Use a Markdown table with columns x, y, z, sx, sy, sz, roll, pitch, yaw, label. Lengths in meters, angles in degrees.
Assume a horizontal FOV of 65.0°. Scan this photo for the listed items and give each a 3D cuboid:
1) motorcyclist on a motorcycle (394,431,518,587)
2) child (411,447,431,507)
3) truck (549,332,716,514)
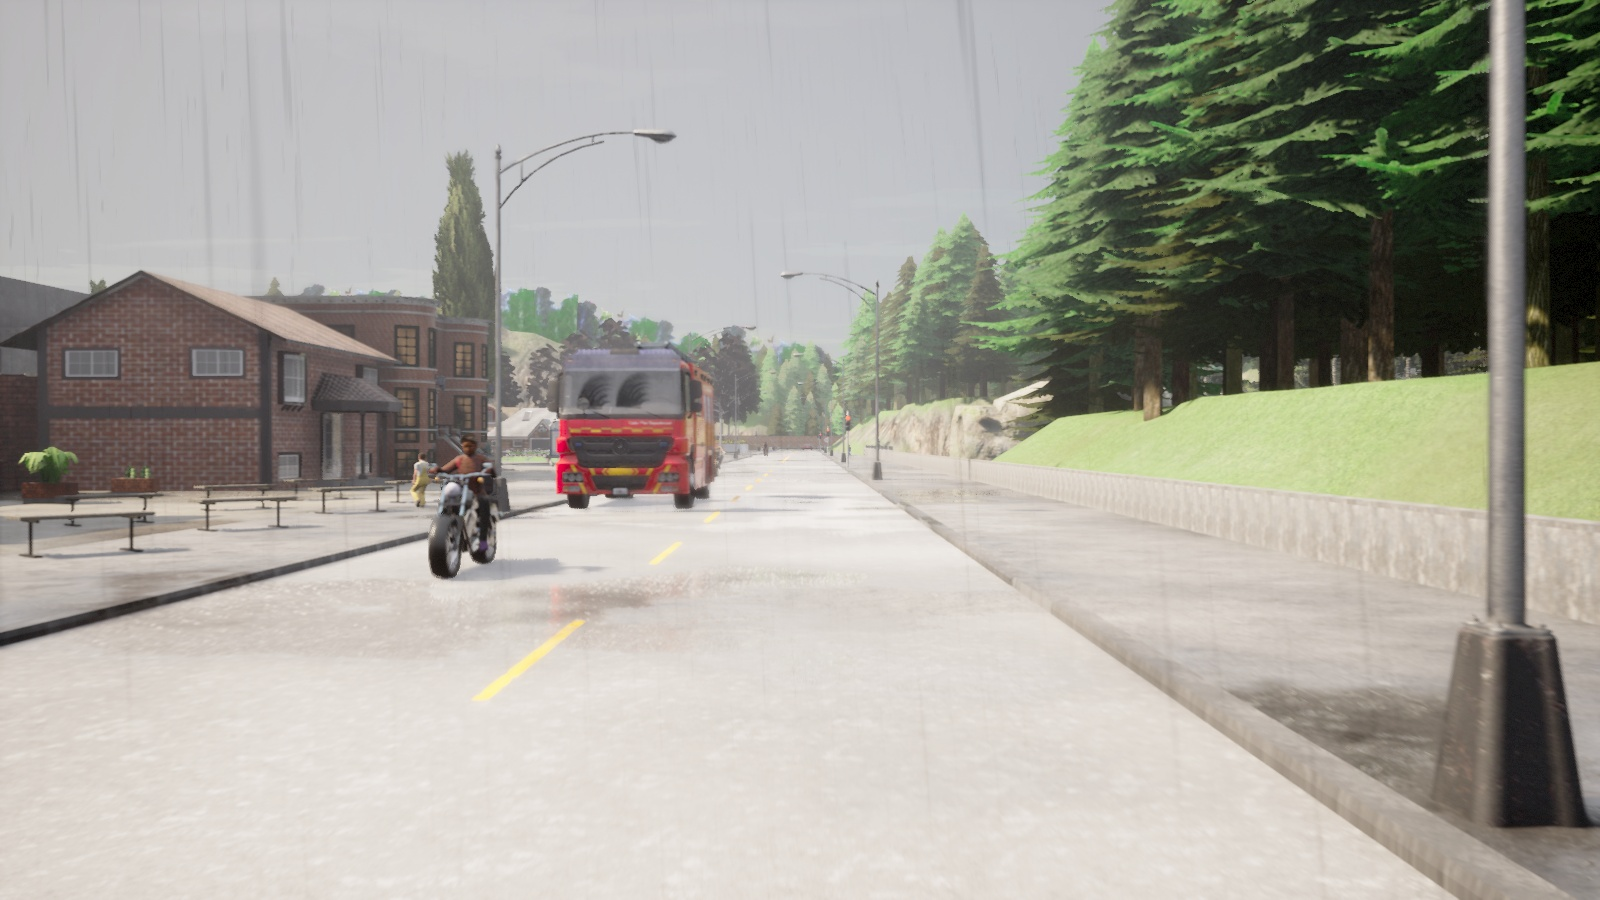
| x | y | z | sx | sy | sz | roll | pitch | yaw | label |
| --- | --- | --- | --- | --- | --- | --- | --- | --- | --- |
| -3.902 | 0.612 | 14.464 | 0.766 | 1.649 | 2.350 | 0 | 0 | 0 | motorcyclist on a motorcycle |
| -8.165 | 0.577 | 27.029 | 0.270 | 1.263 | 0.437 | 0 | 0 | -39 | child |
| -3.807 | -0.594 | 30.596 | 2.891 | 3.827 | 8.468 | 0 | 0 | 0 | truck |
